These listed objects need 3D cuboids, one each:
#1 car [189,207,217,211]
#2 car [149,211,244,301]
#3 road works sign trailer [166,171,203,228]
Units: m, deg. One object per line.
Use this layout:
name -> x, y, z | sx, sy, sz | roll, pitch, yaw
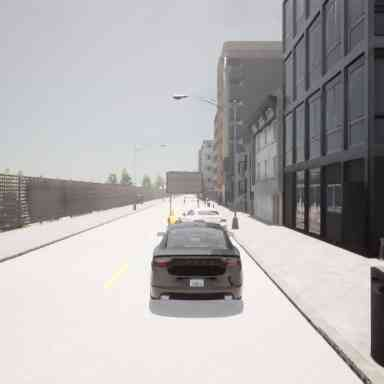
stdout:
car -> 0.541, 1.539, 17.775 | 1.812, 1.442, 4.674 | 0, -1, -11
car -> 0.087, 1.478, 8.428 | 1.882, 1.535, 5.008 | 0, 0, 0
road works sign trailer -> -0.509, 0.464, 21.250 | 2.380, 3.560, 2.880 | 0, 0, -16
